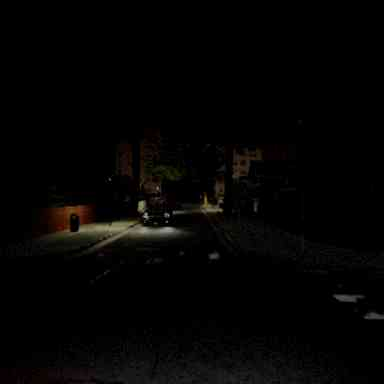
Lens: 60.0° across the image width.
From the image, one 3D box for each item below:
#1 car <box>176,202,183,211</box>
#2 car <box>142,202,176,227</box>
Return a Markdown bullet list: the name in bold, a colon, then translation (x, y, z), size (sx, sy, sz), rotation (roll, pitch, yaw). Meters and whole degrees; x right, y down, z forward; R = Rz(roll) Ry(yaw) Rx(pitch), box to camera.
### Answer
- **car**: translation (-2.514, 2.217, 52.265), size (1.994, 1.385, 4.181), rotation (0, -1, 0)
- **car**: translation (-2.627, 1.747, 26.463), size (2.097, 1.767, 4.553), rotation (0, -1, 0)
